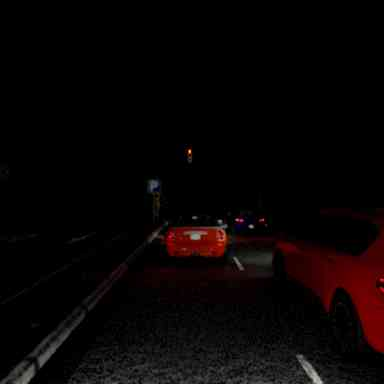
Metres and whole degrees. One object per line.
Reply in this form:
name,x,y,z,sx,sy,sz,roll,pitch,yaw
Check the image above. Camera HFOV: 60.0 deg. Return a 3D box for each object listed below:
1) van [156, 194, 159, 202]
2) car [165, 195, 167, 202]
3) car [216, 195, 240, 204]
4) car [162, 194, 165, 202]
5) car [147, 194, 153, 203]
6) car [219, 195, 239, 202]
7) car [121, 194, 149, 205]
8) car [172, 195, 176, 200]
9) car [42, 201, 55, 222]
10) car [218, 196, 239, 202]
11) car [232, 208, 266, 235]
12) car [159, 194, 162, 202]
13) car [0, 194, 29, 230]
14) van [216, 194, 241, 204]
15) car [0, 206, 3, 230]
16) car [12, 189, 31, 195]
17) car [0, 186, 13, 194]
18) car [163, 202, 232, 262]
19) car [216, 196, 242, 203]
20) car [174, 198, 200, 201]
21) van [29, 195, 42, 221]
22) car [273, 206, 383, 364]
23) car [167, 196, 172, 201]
van,-10.257,1.502,73.830,4.442,1.987,1.878,-1,-1,-14
car,-9.286,1.817,82.797,4.674,1.452,2.002,-1,-1,-13
car,7.651,1.530,70.414,4.553,1.767,2.185,1,0,-14
car,-9.657,1.801,79.795,4.674,1.452,2.002,-1,0,-13
car,-10.814,1.691,67.837,5.366,1.575,1.946,-1,-1,-15
car,9.439,1.598,85.114,4.553,1.767,2.185,1,0,-12
car,-11.458,1.718,64.844,4.792,1.488,2.163,-1,0,-15
car,-8.023,1.572,91.787,5.566,2.045,2.435,-1,-1,-12
car,-13.633,1.555,27.038,4.553,1.767,2.185,-1,0,-19
car,8.701,1.737,79.246,4.674,1.452,2.002,1,0,-13
car,3.157,1.661,19.877,1.812,1.442,4.674,0,0,0
car,-10.029,1.746,76.800,4.892,1.521,2.231,-1,-1,-14
car,-13.722,1.386,21.025,5.566,2.045,2.435,-1,-1,-20
van,7.269,1.415,67.445,4.442,1.987,1.878,1,0,-14
car,-13.795,1.365,17.989,5.566,2.045,2.435,-1,0,-20
car,-28.177,0.447,55.716,2.002,1.452,4.674,6,-3,-19
car,-31.172,-0.114,55.778,2.435,2.045,5.566,6,-3,-19
car,0.114,1.437,12.579,2.097,1.767,4.553,0,0,0
car,8.187,1.669,73.407,5.366,1.575,1.946,1,0,-13
car,0.170,1.498,21.225,2.097,1.767,4.553,0,0,0
van,-13.607,1.433,24.061,4.442,1.987,1.878,-1,-1,-19
car,3.101,1.261,6.054,2.150,2.045,5.566,0,0,0
car,-8.472,1.848,88.779,4.674,1.452,2.002,-1,0,-12
